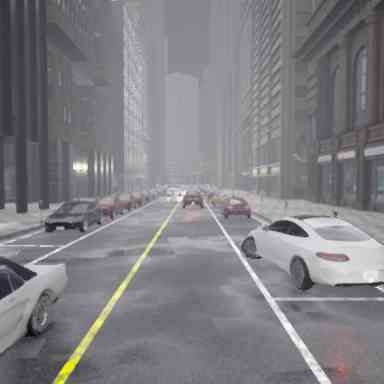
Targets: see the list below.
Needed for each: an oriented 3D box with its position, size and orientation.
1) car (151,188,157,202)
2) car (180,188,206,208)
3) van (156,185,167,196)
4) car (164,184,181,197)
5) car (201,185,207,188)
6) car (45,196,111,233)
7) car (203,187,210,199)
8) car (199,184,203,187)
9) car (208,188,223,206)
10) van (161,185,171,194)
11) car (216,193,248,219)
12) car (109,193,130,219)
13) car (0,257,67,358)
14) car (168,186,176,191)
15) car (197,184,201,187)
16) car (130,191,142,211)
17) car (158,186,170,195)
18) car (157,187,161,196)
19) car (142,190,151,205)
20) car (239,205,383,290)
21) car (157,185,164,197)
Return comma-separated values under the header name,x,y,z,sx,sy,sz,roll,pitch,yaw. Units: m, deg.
name,x,y,z,sx,sy,sz,roll,pitch,yaw
car,-5.663,0.504,38.978,1.887,1.381,4.507,-1,2,0
car,0.101,0.665,31.557,1.837,1.490,4.892,0,2,0
van,-5.656,-0.316,61.463,1.690,1.788,3.998,-1,2,0
car,-2.997,-0.262,55.378,2.150,2.045,5.566,0,1,0
car,2.869,0.043,55.848,1.887,1.381,4.507,-1,2,0
car,-5.670,1.128,16.488,1.947,1.339,4.313,-1,2,0
car,2.865,0.357,44.604,2.008,1.369,4.403,-1,2,0
car,2.875,-0.425,72.715,1.887,1.381,4.507,-1,2,0
car,2.861,0.632,33.528,1.752,1.417,4.829,-1,2,0
van,-5.652,-0.628,72.709,1.690,1.788,3.998,-1,2,0
car,2.857,0.994,22.114,1.802,1.307,4.206,-1,2,0
car,-5.669,0.957,22.111,1.887,1.381,4.507,-1,2,0
car,-3.099,1.503,3.553,1.895,1.301,4.718,0,2,0
car,-5.642,-1.039,95.205,1.947,1.339,4.313,-1,2,0
car,2.876,-0.687,78.334,1.967,1.590,4.097,-1,2,0
car,-5.667,0.807,27.733,1.887,1.381,4.507,-1,2,0
car,-5.654,-0.372,67.089,1.967,1.590,4.097,-1,2,0
car,-5.661,0.357,44.601,2.008,1.369,4.403,-1,2,0
car,-5.665,0.656,33.357,1.887,1.381,4.507,-1,2,0
car,2.890,1.301,8.403,1.812,1.442,4.674,0,2,-10
car,-5.656,0.049,55.846,2.008,1.369,4.403,-1,2,0
